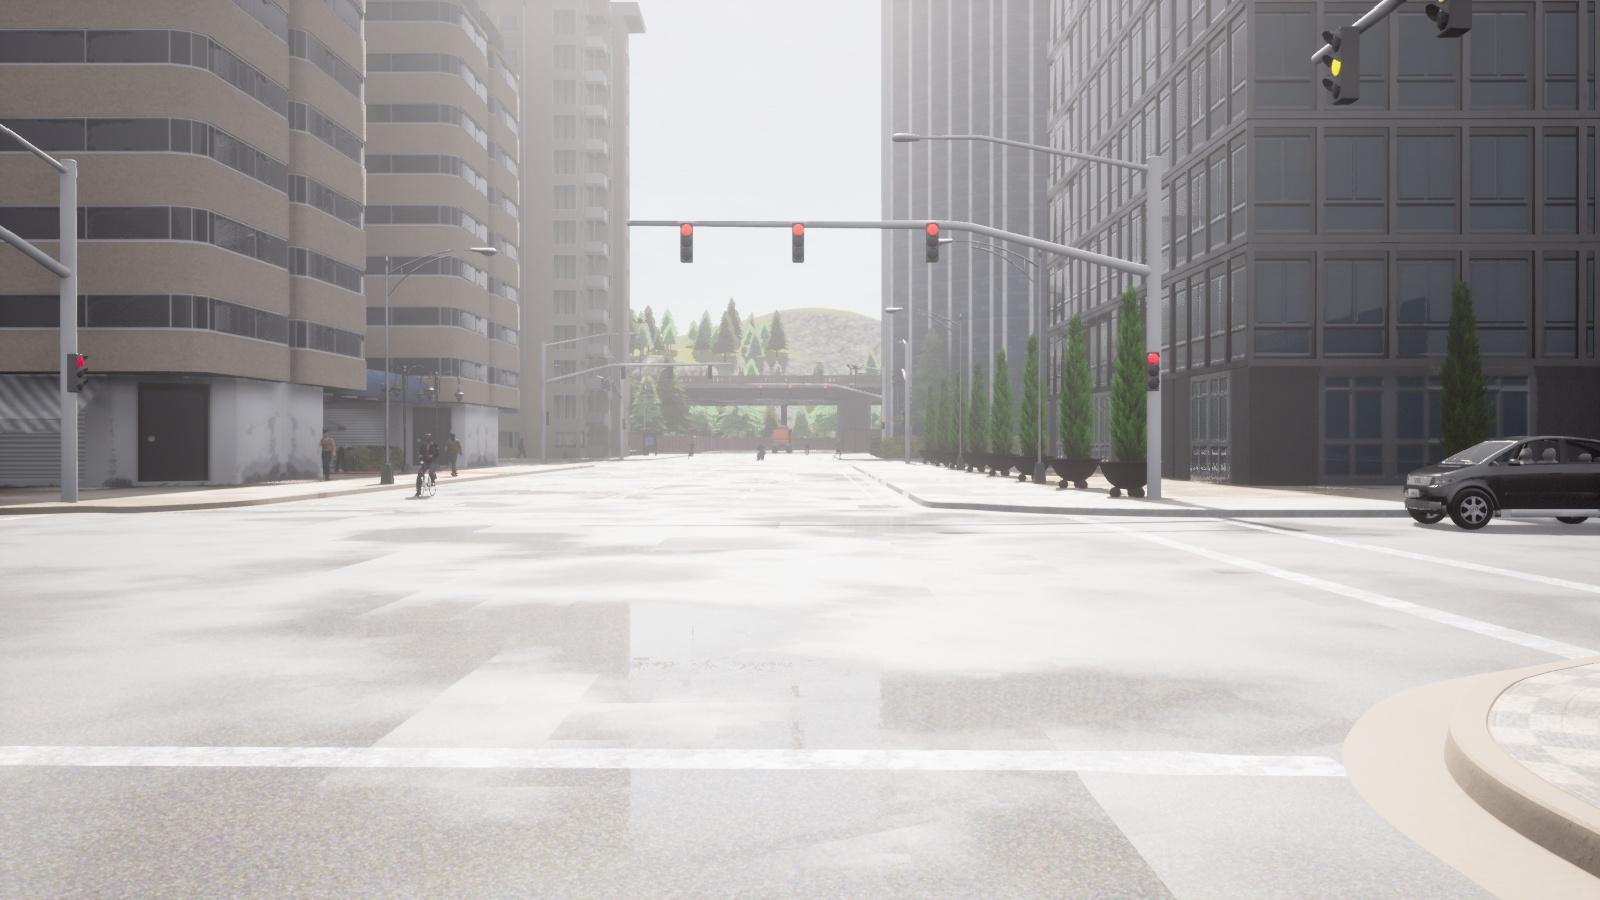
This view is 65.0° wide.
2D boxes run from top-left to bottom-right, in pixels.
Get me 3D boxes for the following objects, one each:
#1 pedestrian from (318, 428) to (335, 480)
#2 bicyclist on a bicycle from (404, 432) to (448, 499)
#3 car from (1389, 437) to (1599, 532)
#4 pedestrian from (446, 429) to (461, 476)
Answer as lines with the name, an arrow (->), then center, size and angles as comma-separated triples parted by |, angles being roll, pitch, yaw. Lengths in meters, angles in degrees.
pedestrian -> -16.828, 0.140, 44.621 | 0.345, 1.836, 0.594 | 0, 0, 2
bicyclist on a bicycle -> -10.291, 0.413, 34.589 | 0.659, 1.776, 1.843 | 0, 0, 0
car -> 12.269, 0.559, 21.319 | 3.705, 1.549, 1.789 | 0, 0, 1
pedestrian -> -13.724, 0.107, 49.749 | 0.370, 1.835, 0.726 | 0, 0, 0
